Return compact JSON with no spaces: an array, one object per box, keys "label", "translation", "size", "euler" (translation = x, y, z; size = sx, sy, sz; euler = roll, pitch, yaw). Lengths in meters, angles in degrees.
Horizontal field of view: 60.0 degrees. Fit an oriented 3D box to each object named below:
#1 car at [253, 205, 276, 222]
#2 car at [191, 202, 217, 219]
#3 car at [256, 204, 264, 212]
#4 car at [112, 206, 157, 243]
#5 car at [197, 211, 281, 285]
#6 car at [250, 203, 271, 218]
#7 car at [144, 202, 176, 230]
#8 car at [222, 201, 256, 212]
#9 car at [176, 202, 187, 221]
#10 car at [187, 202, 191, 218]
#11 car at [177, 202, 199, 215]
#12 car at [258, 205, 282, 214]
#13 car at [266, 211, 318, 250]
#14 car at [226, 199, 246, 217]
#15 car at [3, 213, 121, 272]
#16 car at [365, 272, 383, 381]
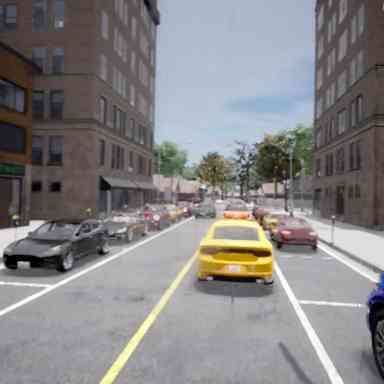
[{"label":"car","translation":[6.814,1.977,31.668],"size":[1.802,1.307,4.206],"euler":[1,0,8]},{"label":"car","translation":[1.388,1.790,32.311],"size":[1.837,1.490,4.892],"euler":[1,-1,8]},{"label":"car","translation":[6.071,1.879,26.201],"size":[1.887,1.381,4.507],"euler":[1,0,8]},{"label":"car","translation":[-3.367,1.604,16.345],"size":[2.008,1.369,4.403],"euler":[1,0,8]},{"label":"car","translation":[1.308,1.581,9.983],"size":[1.882,1.535,5.008],"euler":[1,0,8]},{"label":"car","translation":[7.558,2.022,37.136],"size":[1.947,1.339,4.313],"euler":[1,0,8]},{"label":"car","translation":[-2.621,1.553,21.814],"size":[1.967,1.590,4.097],"euler":[1,0,8]},{"label":"car","translation":[3.186,1.607,23.782],"size":[2.097,1.767,4.553],"euler":[1,0,8]},{"label":"car","translation":[-1.902,1.697,27.113],"size":[1.752,1.417,4.829],"euler":[1,0,8]},{"label":"car","translation":[-1.134,1.674,32.750],"size":[1.967,1.590,4.097],"euler":[1,0,8]},{"label":"car","translation":[-0.393,1.877,38.217],"size":[1.802,1.307,4.206],"euler":[1,0,8]},{"label":"car","translation":[5.351,1.801,20.902],"size":[1.752,1.417,4.829],"euler":[1,0,8]},{"label":"car","translation":[4.583,1.796,15.265],"size":[1.802,1.307,4.206],"euler":[1,0,8]},{"label":"car","translation":[4.986,1.759,37.761],"size":[2.097,1.767,4.553],"euler":[1,0,8]},{"label":"car","translation":[-4.110,1.561,10.877],"size":[1.947,1.339,4.313],"euler":[1,0,8]},{"label":"car","translation":[3.153,1.312,2.150],"size":[2.150,2.045,5.566],"euler":[1,0,8]}]
